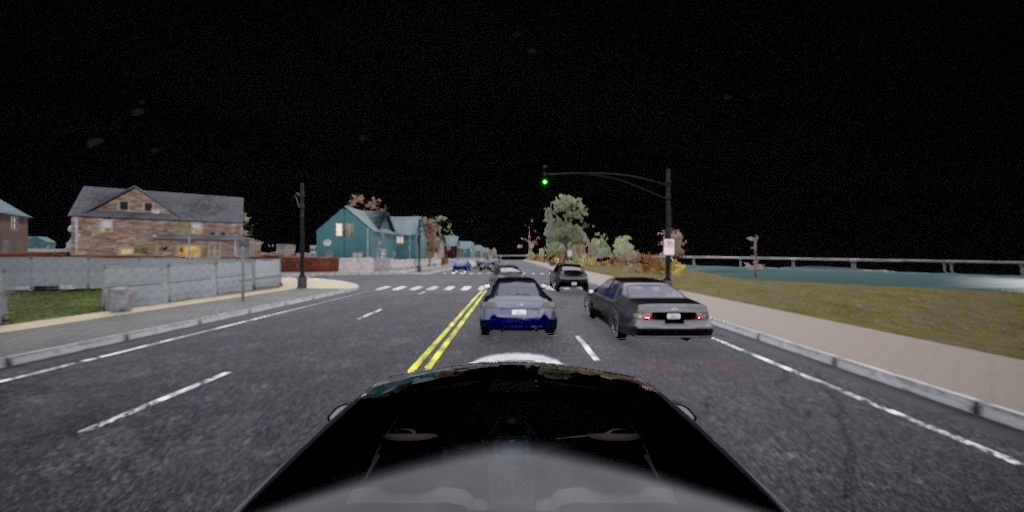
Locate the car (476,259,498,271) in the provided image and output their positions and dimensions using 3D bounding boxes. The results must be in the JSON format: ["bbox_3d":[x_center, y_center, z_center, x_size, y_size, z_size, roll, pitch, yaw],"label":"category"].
[{"bbox_3d":[-3.311,1.315,48.448,1.994,1.385,4.181,0,0,0],"label":"car"}]

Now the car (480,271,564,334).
[{"bbox_3d":[0.116,1.309,10.566,1.994,1.385,4.181,0,0,-2],"label":"car"}]

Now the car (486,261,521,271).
[{"bbox_3d":[-0.357,1.267,22.148,1.812,1.442,4.674,0,0,-8],"label":"car"}]

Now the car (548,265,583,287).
[{"bbox_3d":[3.357,1.247,21.779,1.837,1.490,4.892,0,0,0],"label":"car"}]

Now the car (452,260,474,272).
[{"bbox_3d":[-6.571,1.228,47.186,1.882,1.535,5.008,0,0,1],"label":"car"}]

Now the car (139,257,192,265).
[{"bbox_3d":[-21.018,0.840,22.852,4.902,1.511,2.128,1,0,-35],"label":"car"}]

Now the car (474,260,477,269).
[{"bbox_3d":[-6.555,1.284,56.371,1.812,1.442,4.674,0,0,0],"label":"car"}]

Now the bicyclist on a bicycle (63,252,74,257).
[{"bbox_3d":[-29.605,0.532,23.946,0.582,1.620,1.656,1,0,-35],"label":"bicyclist on a bicycle"}]

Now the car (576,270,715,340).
[{"bbox_3d":[3.355,1.293,9.935,2.033,1.411,5.357,0,0,0],"label":"car"}]
